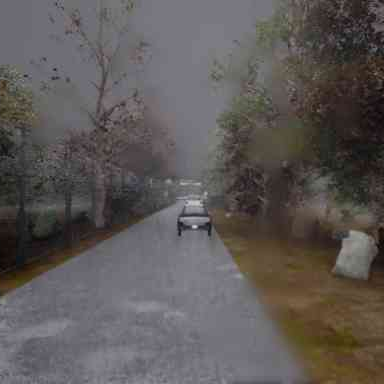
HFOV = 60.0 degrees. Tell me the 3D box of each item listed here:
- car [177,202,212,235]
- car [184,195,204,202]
[{"bbox_3d":[0.139,1.549,19.241,2.128,1.511,4.902,0,0,0],"label":"car"},{"bbox_3d":[0.231,1.350,39.138,2.150,2.045,5.566,0,0,0],"label":"car"}]
